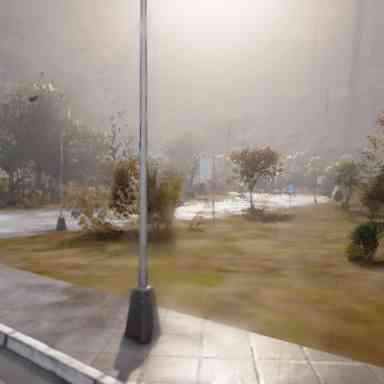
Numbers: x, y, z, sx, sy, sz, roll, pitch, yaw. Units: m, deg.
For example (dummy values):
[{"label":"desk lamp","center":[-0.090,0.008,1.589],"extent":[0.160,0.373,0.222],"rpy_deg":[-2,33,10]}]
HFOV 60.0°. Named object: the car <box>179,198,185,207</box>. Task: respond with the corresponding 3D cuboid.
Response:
[{"label":"car","center":[-2.973,1.324,46.087],"extent":[1.837,1.490,4.892],"rpy_deg":[0,1,39]}]
